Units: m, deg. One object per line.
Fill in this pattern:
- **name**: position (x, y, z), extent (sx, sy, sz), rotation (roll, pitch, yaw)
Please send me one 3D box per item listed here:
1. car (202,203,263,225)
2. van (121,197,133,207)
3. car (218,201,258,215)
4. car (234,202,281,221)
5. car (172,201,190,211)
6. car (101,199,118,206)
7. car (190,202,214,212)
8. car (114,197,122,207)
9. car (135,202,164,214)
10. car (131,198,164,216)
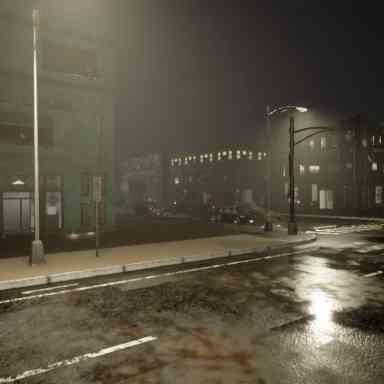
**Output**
- **car**: position (3.133, 1.813, 26.322), extent (1.947, 1.339, 4.313), rotation (-2, 0, -35)
- **van**: position (-10.835, 1.905, 60.596), extent (1.690, 1.788, 3.998), rotation (-1, 0, -35)
- **car**: position (5.220, 1.808, 38.050), extent (2.008, 1.369, 4.403), rotation (-2, 0, -35)
- **car**: position (4.948, 1.775, 28.465), extent (2.033, 1.411, 5.357), rotation (-1, 0, -35)
- **car**: position (-1.199, 1.965, 47.068), extent (1.802, 1.307, 4.206), rotation (-2, 0, -35)
- **car**: position (-17.250, 2.226, 69.614), extent (1.887, 1.381, 4.507), rotation (-1, 0, -35)
- **car**: position (2.010, 1.902, 42.559), extent (1.802, 1.307, 4.206), rotation (-2, 0, -35)
- **car**: position (-14.046, 1.938, 65.105), extent (2.192, 1.841, 5.009), rotation (-1, 0, -35)
- **car**: position (-5.511, 1.997, 43.169), extent (1.994, 1.385, 4.181), rotation (-1, 0, -35)
- **car**: position (-4.819, 1.845, 37.697), extent (1.967, 1.590, 4.097), rotation (-1, 0, -35)
